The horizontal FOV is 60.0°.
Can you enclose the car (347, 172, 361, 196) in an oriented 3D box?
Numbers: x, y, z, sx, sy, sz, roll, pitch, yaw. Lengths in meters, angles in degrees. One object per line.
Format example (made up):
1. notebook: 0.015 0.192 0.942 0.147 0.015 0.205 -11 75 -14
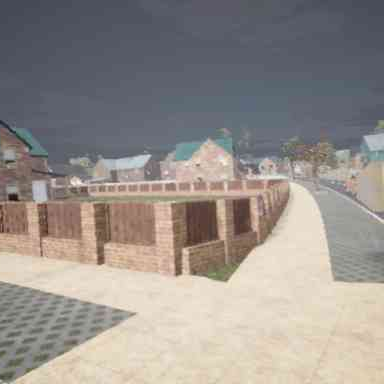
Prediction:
1. car: 13.654 -0.761 26.376 2.097 1.767 4.553 -4 2 17
